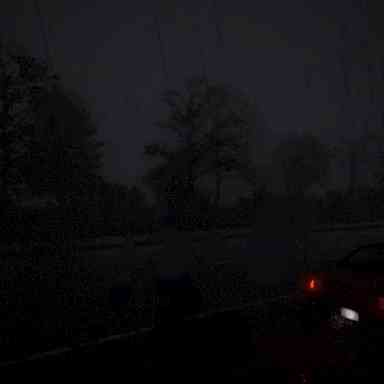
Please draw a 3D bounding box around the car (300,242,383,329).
[{"bbox_3d":[4.376,1.644,6.376,4.718,1.301,1.895,0,0,-31],"label":"car"}]
